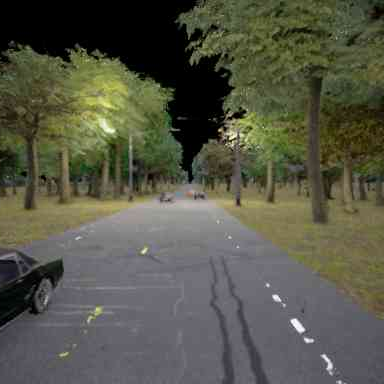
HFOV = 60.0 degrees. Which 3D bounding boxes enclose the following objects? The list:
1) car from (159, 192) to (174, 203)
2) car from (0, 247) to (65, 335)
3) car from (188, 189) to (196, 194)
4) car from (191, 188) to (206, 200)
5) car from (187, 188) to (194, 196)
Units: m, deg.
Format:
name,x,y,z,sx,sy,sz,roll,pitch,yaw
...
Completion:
name,x,y,z,sx,sy,sz,roll,pitch,yaw
car,-3.554,0.789,46.830,1.837,1.490,4.892,0,1,0
car,-3.596,1.576,4.731,1.895,1.301,4.718,0,0,0
car,0.051,-0.142,91.828,2.128,1.511,4.902,0,1,0
car,1.256,0.581,56.357,1.837,1.490,4.892,0,1,0
car,0.042,-0.035,74.469,2.097,1.767,4.553,0,1,0
